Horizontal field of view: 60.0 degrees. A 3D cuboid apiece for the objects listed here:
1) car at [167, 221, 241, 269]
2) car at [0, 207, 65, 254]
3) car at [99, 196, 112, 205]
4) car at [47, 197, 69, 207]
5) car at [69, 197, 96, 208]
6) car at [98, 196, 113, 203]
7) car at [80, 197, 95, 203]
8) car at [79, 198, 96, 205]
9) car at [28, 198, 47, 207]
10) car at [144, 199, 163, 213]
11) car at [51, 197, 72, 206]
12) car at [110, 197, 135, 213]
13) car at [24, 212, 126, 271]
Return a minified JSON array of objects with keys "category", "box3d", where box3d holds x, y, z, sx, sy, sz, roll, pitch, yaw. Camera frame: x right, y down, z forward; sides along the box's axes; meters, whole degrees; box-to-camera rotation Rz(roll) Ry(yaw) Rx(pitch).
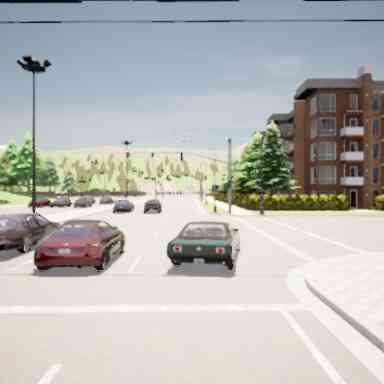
[{"category":"car","box3d":[0.631,1.629,11.380,1.895,1.301,4.718,0,0,11]},{"category":"car","box3d":[-7.036,1.581,13.650,2.033,1.411,5.357,0,0,-1]},{"category":"car","box3d":[-16.278,1.680,63.436,1.812,1.442,4.674,0,0,0]},{"category":"car","box3d":[-19.801,1.687,50.471,1.994,1.385,4.181,0,0,0]},{"category":"car","box3d":[-16.302,1.627,50.092,1.837,1.490,4.892,0,0,0]},{"category":"car","box3d":[-19.769,1.700,75.844,2.033,1.411,5.357,0,0,0]},{"category":"car","box3d":[-23.270,1.729,74.009,1.994,1.385,4.181,0,0,0]},{"category":"car","box3d":[-19.778,1.754,63.147,1.895,1.301,4.718,0,0,0]},{"category":"car","box3d":[-23.296,1.602,51.108,1.882,1.535,5.008,0,0,0]},{"category":"car","box3d":[-4.439,1.599,38.601,1.837,1.490,4.892,0,0,-2]},{"category":"car","box3d":[-23.308,1.672,59.610,1.812,1.442,4.674,0,1,1]},{"category":"car","box3d":[-7.956,1.659,39.141,1.994,1.385,4.181,0,0,-2]},{"category":"car","box3d":[-3.494,1.590,11.055,1.994,1.385,4.181,0,0,-1]}]
